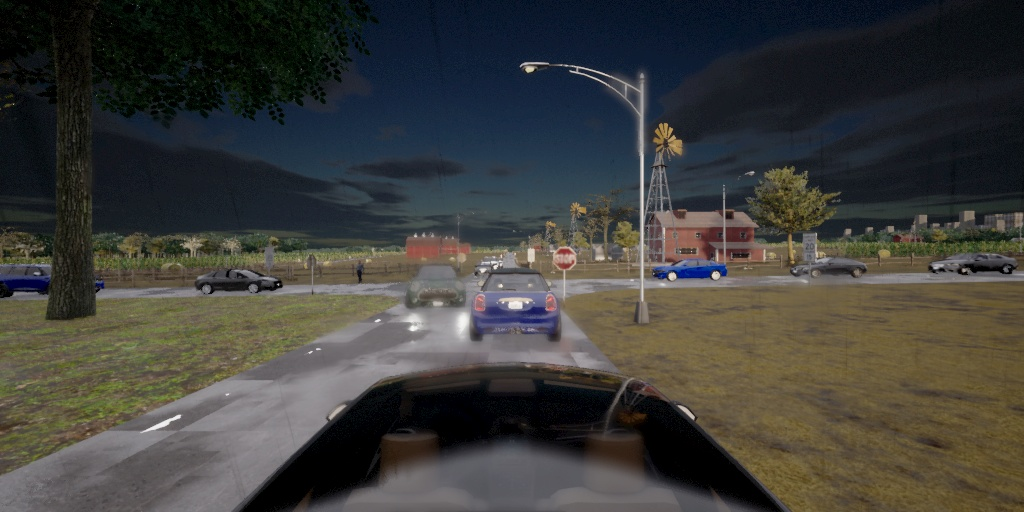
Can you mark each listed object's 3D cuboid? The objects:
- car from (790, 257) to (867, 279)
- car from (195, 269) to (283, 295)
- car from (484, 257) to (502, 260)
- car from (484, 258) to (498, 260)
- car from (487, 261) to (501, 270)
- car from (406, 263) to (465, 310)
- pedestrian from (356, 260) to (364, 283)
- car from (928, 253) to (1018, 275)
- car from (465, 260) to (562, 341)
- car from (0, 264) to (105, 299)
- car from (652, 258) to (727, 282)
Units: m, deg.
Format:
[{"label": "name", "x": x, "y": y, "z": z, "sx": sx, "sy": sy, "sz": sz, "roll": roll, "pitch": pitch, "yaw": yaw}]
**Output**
[{"label": "car", "x": 22.590, "y": 0.796, "z": 25.652, "sx": 4.674, "sy": 1.442, "sz": 1.812, "roll": -1, "pitch": 1, "yaw": 0}, {"label": "car", "x": -17.299, "y": 1.596, "z": 22.831, "sx": 4.892, "sy": 1.490, "sz": 1.837, "roll": 0, "pitch": 1, "yaw": 0}, {"label": "car", "x": -2.928, "y": 1.097, "z": 48.570, "sx": 2.150, "sy": 2.045, "sz": 5.566, "roll": 0, "pitch": 0, "yaw": 0}, {"label": "car", "x": -2.919, "y": 1.308, "z": 38.345, "sx": 2.128, "sy": 1.511, "sz": 4.902, "roll": 0, "pitch": 0, "yaw": 0}, {"label": "car", "x": -2.907, "y": 1.513, "z": 59.199, "sx": 2.033, "sy": 1.411, "sz": 5.357, "roll": 0, "pitch": -1, "yaw": 1}, {"label": "car", "x": -3.109, "y": 1.107, "z": 14.868, "sx": 2.097, "sy": 1.767, "sz": 4.553, "roll": 0, "pitch": 0, "yaw": -13}, {"label": "pedestrian", "x": -12.211, "y": 1.215, "z": 28.784, "sx": 0.375, "sy": 1.860, "sz": 0.375, "roll": 0, "pitch": 2, "yaw": 0}, {"label": "car", "x": 32.788, "y": 0.554, "z": 25.610, "sx": 4.902, "sy": 1.511, "sz": 2.128, "roll": -1, "pitch": 1, "yaw": 0}, {"label": "car", "x": 0.080, "y": 1.104, "z": 10.003, "sx": 2.097, "sy": 1.767, "sz": 4.553, "roll": 0, "pitch": 0, "yaw": 0}, {"label": "car", "x": -29.597, "y": 1.531, "z": 22.869, "sx": 5.566, "sy": 2.045, "sz": 2.150, "roll": 0, "pitch": 1, "yaw": 1}, {"label": "car", "x": 12.606, "y": 0.948, "z": 25.626, "sx": 5.008, "sy": 1.535, "sz": 1.882, "roll": -1, "pitch": 1, "yaw": -1}]
